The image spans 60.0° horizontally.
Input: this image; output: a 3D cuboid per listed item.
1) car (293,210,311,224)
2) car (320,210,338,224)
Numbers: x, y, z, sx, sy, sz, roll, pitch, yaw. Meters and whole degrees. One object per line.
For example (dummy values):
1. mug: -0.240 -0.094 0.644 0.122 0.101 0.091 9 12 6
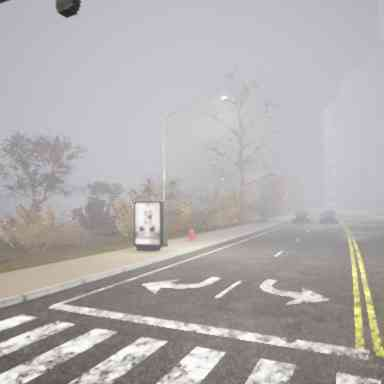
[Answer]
1. car: 14.425 3.199 43.541 2.097 1.767 4.553 -2 -3 22
2. car: 17.435 3.098 42.321 2.097 1.767 4.553 -2 -3 22
